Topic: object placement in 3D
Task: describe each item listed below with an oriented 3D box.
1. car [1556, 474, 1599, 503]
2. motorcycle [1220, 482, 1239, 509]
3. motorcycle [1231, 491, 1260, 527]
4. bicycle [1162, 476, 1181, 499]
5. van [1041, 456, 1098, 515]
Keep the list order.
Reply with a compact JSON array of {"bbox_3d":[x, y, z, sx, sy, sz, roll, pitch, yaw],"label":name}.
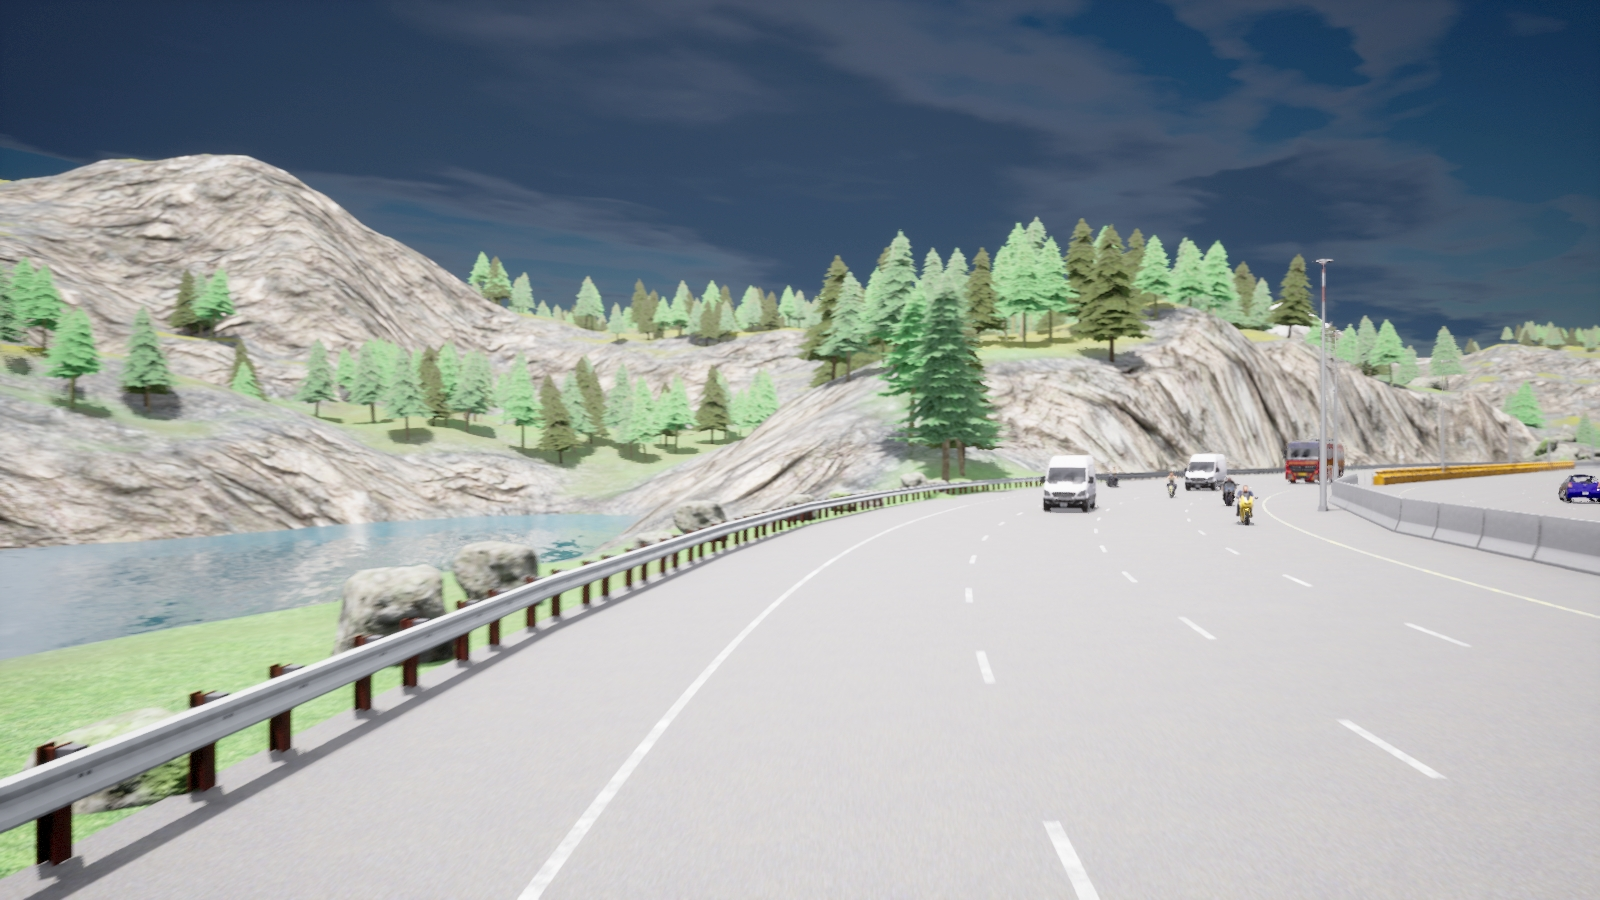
[{"bbox_3d":[42.980,2.113,62.917,1.845,1.501,3.633,0,0,27],"label":"car"},{"bbox_3d":[21.432,2.243,57.037,0.867,1.251,2.209,0,0,21],"label":"motorcycle"},{"bbox_3d":[16.710,2.206,42.893,0.803,1.217,2.033,0,0,16],"label":"motorcycle"},{"bbox_3d":[21.636,2.187,66.555,0.859,1.295,1.487,0,0,24],"label":"bicycle"},{"bbox_3d":[12.585,1.557,53.121,1.988,2.561,5.915,0,0,19],"label":"van"}]
